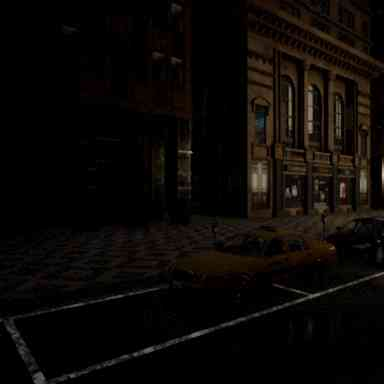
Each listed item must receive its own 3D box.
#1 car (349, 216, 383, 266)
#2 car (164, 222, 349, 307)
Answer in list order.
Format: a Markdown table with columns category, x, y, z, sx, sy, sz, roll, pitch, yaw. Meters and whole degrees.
| category | x | y | z | sx | sy | sz | roll | pitch | yaw |
| --- | --- | --- | --- | --- | --- | --- | --- | --- | --- |
| car | 6.244 | 1.551 | 11.505 | 4.403 | 1.369 | 2.008 | 0 | 0 | -37 |
| car | 1.627 | 1.525 | 8.004 | 4.829 | 1.417 | 1.752 | 0 | 0 | -37 |
